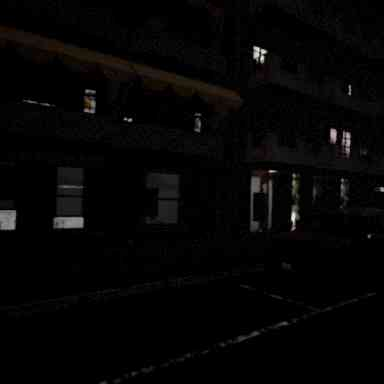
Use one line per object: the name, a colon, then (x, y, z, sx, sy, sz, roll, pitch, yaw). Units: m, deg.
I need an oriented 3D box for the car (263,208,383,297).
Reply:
car: (4.215, 1.401, 9.077, 5.009, 1.841, 2.192, 1, 1, -35)
